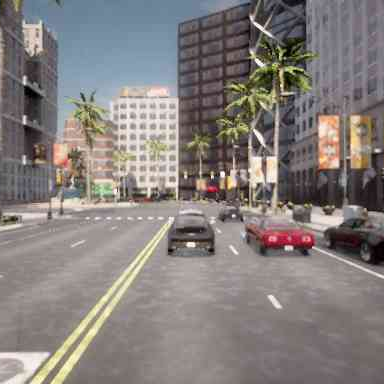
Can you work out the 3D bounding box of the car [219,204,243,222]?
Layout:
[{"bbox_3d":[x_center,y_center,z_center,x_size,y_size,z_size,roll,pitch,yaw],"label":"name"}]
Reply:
[{"bbox_3d":[3.390,1.799,29.379,1.812,1.442,4.674,0,0,0],"label":"car"}]

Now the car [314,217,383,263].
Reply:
[{"bbox_3d":[6.656,1.629,12.411,2.161,1.482,4.786,0,-1,-1],"label":"car"}]

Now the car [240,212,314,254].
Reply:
[{"bbox_3d":[3.460,1.732,14.106,1.895,1.301,4.718,0,0,0],"label":"car"}]

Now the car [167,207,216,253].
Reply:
[{"bbox_3d":[-0.039,1.641,14.292,1.837,1.490,4.892,0,0,0],"label":"car"}]
